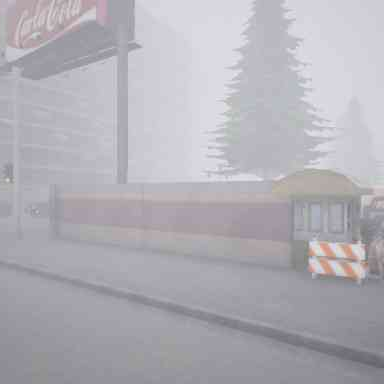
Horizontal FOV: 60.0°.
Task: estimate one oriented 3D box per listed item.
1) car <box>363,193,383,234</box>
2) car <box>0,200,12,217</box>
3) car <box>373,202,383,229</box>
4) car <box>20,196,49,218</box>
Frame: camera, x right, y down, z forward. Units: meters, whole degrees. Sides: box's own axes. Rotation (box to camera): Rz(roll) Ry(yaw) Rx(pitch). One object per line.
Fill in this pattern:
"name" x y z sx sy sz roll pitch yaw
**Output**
"car" 10.719 1.149 16.598 3.866 1.878 1.905 0 0 35
"car" -17.706 1.505 29.452 1.837 1.490 4.892 0 0 35
"car" 12.661 1.338 18.653 4.193 1.474 1.816 0 0 35
"car" -12.424 1.222 30.857 2.150 2.045 5.566 0 0 35
